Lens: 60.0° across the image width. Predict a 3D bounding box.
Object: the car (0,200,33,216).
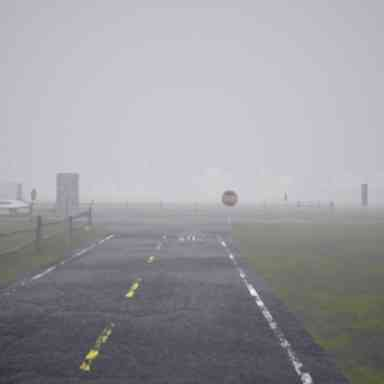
[{"bbox_3d":[-16.659,1.418,29.600,4.674,1.442,1.812,1,-1,0],"label":"car"}]
